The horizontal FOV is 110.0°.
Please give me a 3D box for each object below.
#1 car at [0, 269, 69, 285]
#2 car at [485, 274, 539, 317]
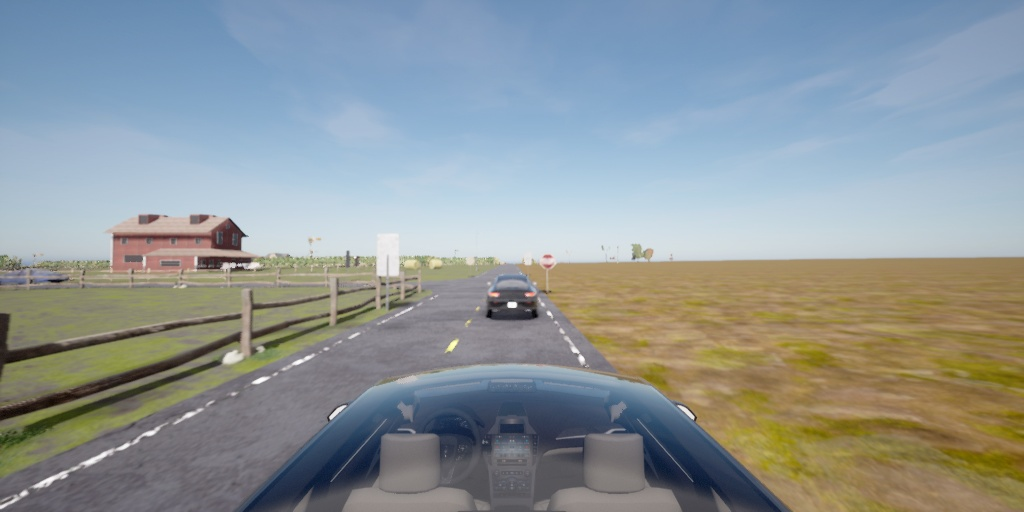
[{"bbox_3d":[-42.869,1.877,31.830,5.357,1.411,2.033,0,-1,0],"label":"car"},{"bbox_3d":[0.002,1.409,13.684,1.812,1.442,4.674,0,-1,0],"label":"car"}]
